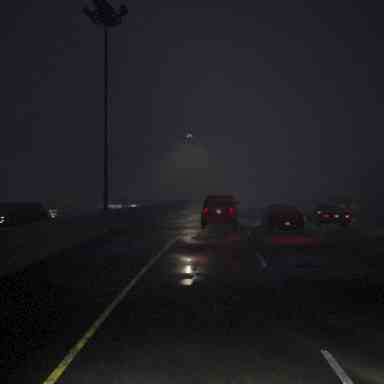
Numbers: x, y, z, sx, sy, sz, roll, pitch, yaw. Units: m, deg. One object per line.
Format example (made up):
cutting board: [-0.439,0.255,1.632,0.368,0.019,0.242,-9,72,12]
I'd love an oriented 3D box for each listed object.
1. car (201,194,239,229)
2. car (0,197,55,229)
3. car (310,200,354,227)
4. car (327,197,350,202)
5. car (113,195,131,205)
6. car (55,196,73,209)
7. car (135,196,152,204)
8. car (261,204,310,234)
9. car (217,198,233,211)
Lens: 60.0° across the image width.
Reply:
car: [1.793,1.165,21.252,2.150,2.045,5.566,0,1,7]
car: [-9.435,1.281,17.331,2.097,1.767,4.553,0,0,6]
car: [8.962,1.499,22.407,2.033,1.411,5.357,0,0,7]
car: [13.565,1.287,31.468,2.097,1.767,4.553,0,0,7]
car: [-11.814,1.303,56.148,2.128,1.511,4.902,0,0,7]
car: [-17.057,1.318,42.323,1.882,1.535,5.008,0,0,7]
car: [-8.227,1.421,56.597,1.895,1.301,4.718,0,0,7]
car: [5.082,1.431,19.173,1.882,1.535,5.008,0,0,6]
car: [4.093,1.489,40.788,1.895,1.301,4.718,0,0,7]
